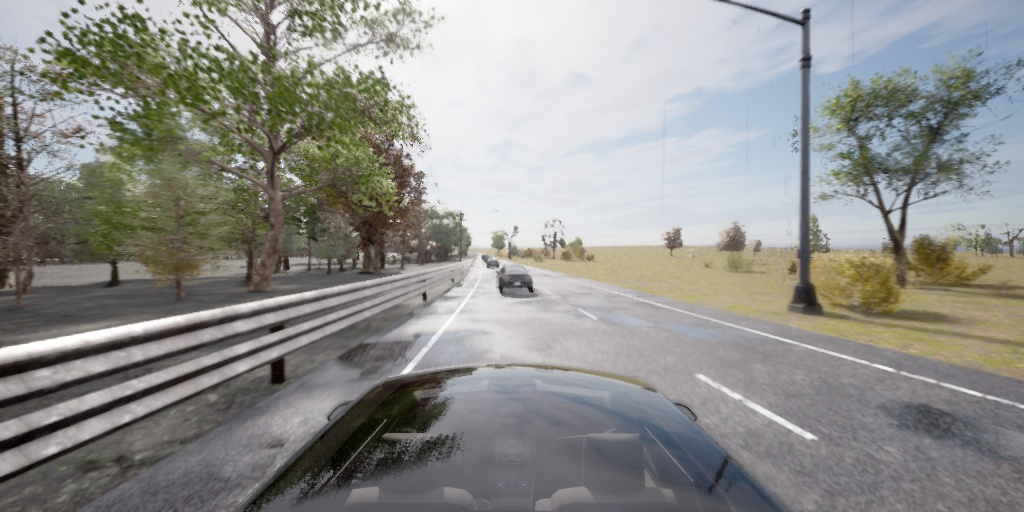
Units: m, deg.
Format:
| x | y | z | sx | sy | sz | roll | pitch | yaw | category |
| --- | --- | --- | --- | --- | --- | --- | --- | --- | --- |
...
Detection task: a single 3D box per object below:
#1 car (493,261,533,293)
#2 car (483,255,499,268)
| x | y | z | sx | sy | sz | roll | pitch | yaw | category |
| --- | --- | --- | --- | --- | --- | --- | --- | --- | --- |
| 0.077 | 1.206 | 20.184 | 1.812 | 1.442 | 4.674 | 0 | 0 | -5 | car |
| -2.840 | 1.026 | 53.334 | 2.128 | 1.511 | 4.902 | 0 | 0 | -5 | car |
